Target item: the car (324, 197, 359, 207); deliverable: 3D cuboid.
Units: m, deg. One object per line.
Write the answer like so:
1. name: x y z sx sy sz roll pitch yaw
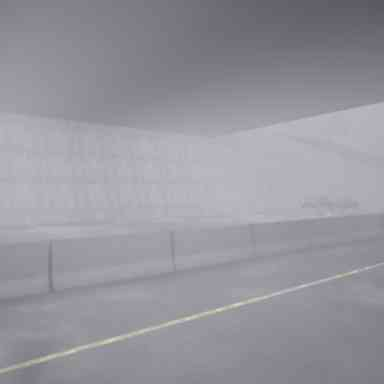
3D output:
1. car: 17.805 1.366 38.973 4.181 1.385 1.994 0 0 -37

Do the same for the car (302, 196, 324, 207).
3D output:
1. car: 15.738 1.260 41.799 4.553 1.767 2.097 0 0 -37
